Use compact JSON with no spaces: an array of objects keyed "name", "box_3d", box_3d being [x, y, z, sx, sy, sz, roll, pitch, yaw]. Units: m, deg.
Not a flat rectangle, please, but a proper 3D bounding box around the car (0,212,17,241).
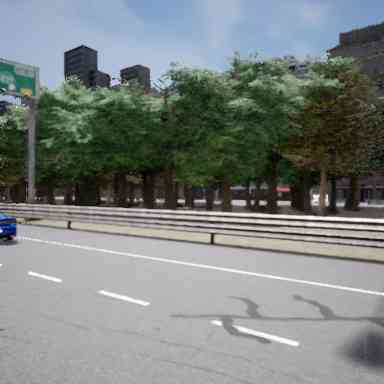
[{"name":"car","box_3d":[-10.036,1.492,15.341,5.008,1.535,1.882,0,0,36]}]
